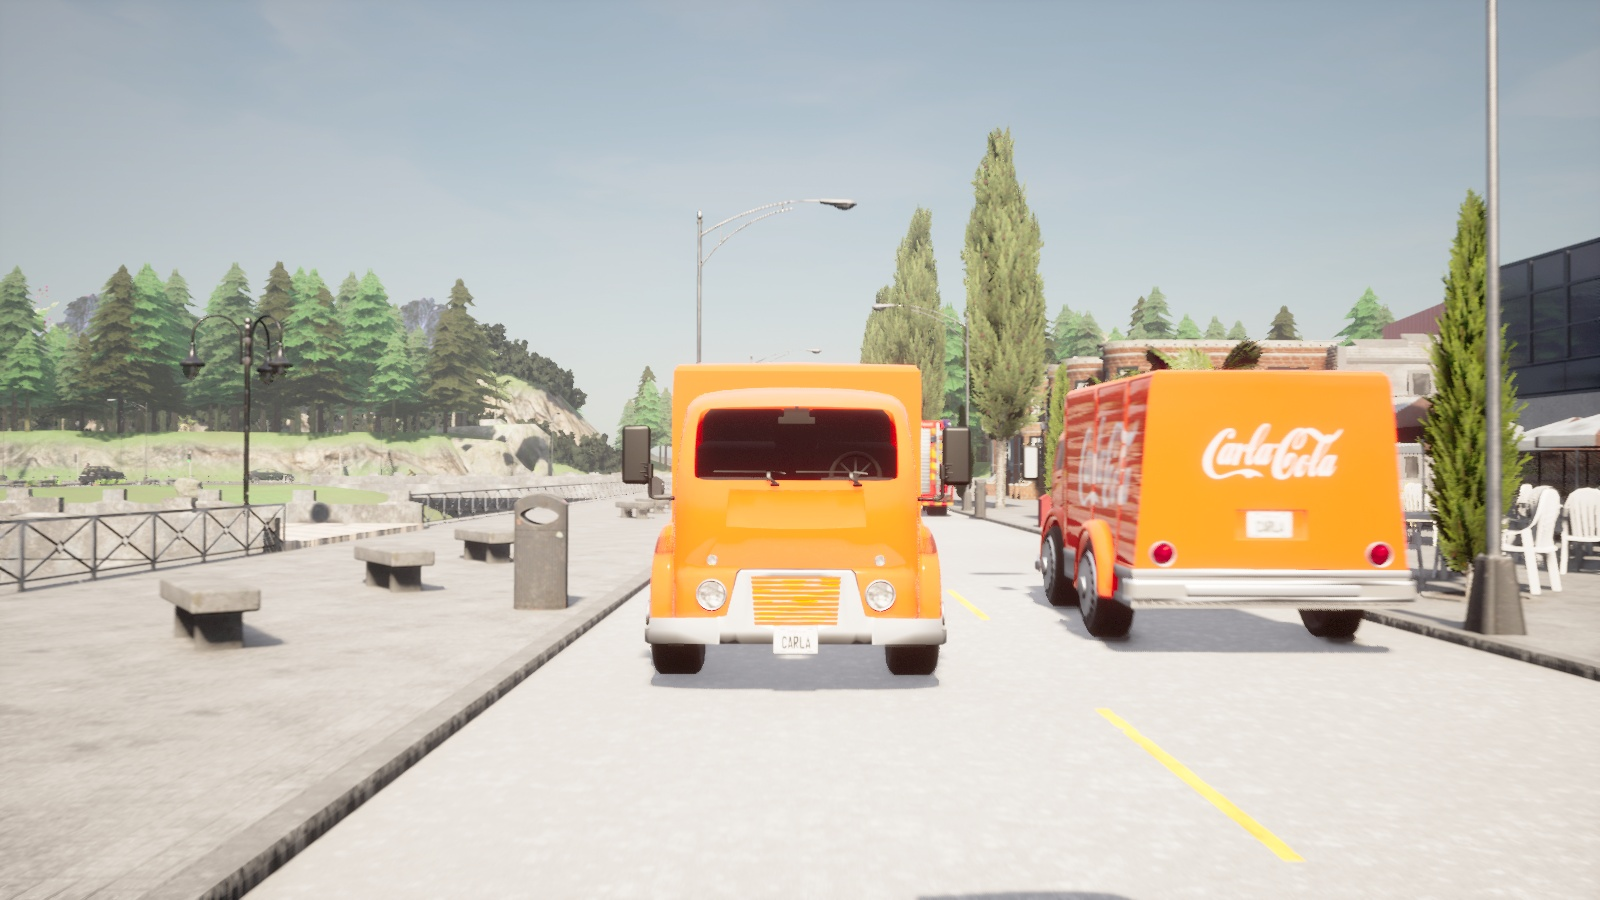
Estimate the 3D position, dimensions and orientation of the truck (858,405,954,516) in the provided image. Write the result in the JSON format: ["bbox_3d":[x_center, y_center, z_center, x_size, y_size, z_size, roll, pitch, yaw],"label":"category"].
[{"bbox_3d":[3.870,0.436,47.854,2.891,3.827,8.468,0,-1,0],"label":"truck"}]

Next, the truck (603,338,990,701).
[{"bbox_3d":[-0.031,0.515,11.166,2.627,2.467,5.204,0,-1,0],"label":"truck"}]

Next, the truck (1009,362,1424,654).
[{"bbox_3d":[3.962,0.534,13.262,2.627,2.467,5.204,0,-1,0],"label":"truck"}]
